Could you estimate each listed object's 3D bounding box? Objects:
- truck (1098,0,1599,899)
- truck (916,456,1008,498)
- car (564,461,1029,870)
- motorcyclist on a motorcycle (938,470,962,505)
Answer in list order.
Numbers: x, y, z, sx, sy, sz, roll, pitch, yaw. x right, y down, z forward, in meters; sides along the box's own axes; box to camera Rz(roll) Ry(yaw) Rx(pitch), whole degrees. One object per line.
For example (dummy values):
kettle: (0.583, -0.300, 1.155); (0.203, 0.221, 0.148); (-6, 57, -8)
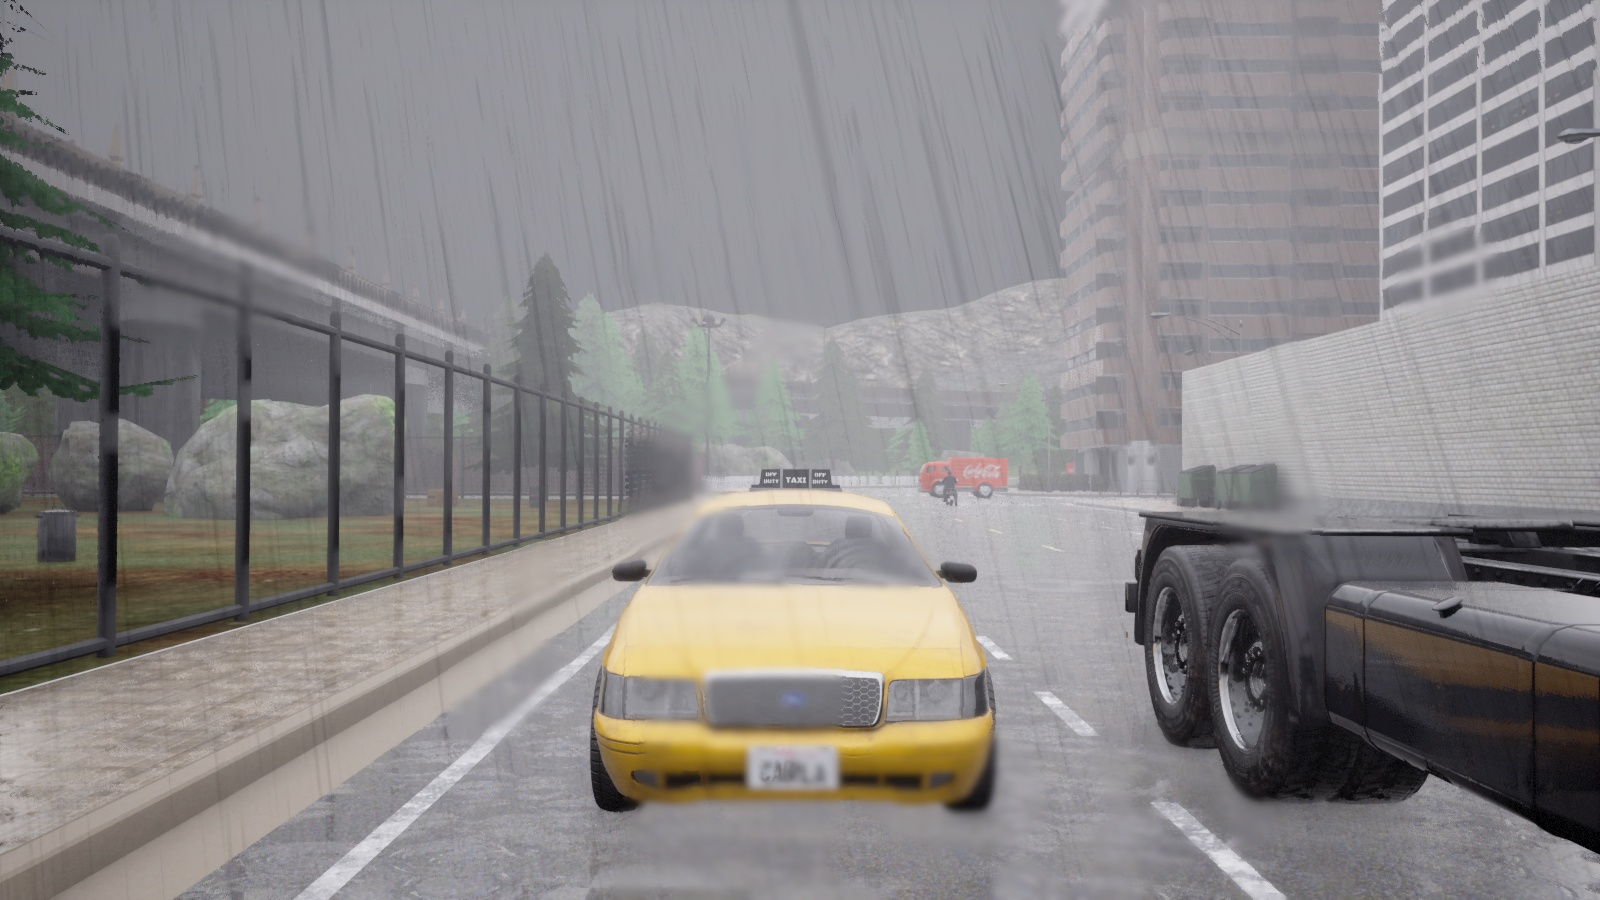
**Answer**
truck: (3.483, -0.105, 4.529); (2.891, 3.462, 7.936); (0, -1, 0)
truck: (9.693, 1.594, 75.564); (5.204, 2.467, 2.627); (0, -1, 0)
car: (-0.022, 0.880, 7.560); (1.801, 1.575, 5.366); (0, -1, 0)
motorcyclist on a motorcycle: (6.835, 1.700, 57.291); (0.866, 1.590, 1.817); (0, -1, 0)
